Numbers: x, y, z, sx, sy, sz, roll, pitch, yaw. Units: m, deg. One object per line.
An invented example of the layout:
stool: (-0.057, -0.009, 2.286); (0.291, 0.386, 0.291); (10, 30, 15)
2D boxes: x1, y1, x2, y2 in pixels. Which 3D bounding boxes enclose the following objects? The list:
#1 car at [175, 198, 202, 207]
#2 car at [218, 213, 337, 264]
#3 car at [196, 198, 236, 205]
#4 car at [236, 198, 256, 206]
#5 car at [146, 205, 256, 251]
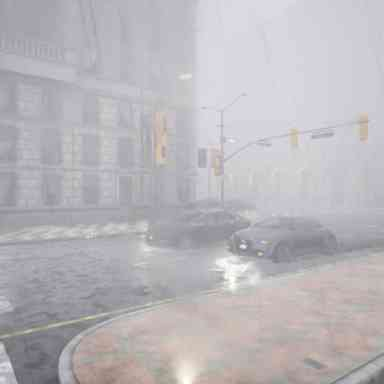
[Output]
car: (-0.608, 1.601, 52.469); (1.895, 1.301, 4.718); (0, 0, -35)
car: (3.268, 1.564, 11.847); (4.181, 1.385, 1.994); (0, 0, -35)
car: (2.795, 1.492, 41.705); (2.128, 1.511, 4.902); (0, 0, -36)
car: (6.157, 1.525, 43.024); (1.812, 1.442, 4.674); (0, 0, -36)
car: (0.412, 1.504, 14.111); (4.892, 1.490, 1.837); (0, 0, -35)
